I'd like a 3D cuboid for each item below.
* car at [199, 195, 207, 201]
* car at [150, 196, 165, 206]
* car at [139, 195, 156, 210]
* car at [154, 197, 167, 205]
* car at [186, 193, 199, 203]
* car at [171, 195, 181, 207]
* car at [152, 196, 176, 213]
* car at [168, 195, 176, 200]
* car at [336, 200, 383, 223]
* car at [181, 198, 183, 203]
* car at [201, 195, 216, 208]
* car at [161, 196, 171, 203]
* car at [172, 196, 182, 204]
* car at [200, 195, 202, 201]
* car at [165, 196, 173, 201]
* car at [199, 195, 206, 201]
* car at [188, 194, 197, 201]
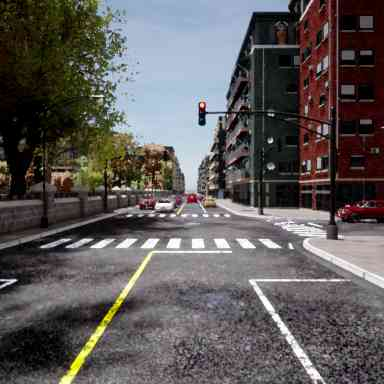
[{"bbox_3d":[2.733,1.586,82.679,1.887,1.381,4.507,0,0,0],"label":"car"},{"bbox_3d":[-5.663,1.457,55.007,1.967,1.590,4.097,0,0,0],"label":"car"},{"bbox_3d":[-5.669,1.324,43.937,2.192,1.841,5.009,0,0,0],"label":"car"},{"bbox_3d":[-5.660,1.566,60.542,1.887,1.381,4.507,0,0,0],"label":"car"},{"bbox_3d":[0.039,1.250,69.281,2.150,2.045,5.566,0,0,0],"label":"car"},{"bbox_3d":[-3.067,1.559,47.660,2.033,1.411,5.357,0,0,0],"label":"car"},{"bbox_3d":[-3.035,1.531,37.168,1.812,1.442,4.674,0,0,-1],"label":"car"},{"bbox_3d":[-5.642,1.579,93.583,1.752,1.417,4.829,0,0,0],"label":"car"},{"bbox_3d":[14.631,1.591,27.353,5.009,1.841,2.192,1,-1,0],"label":"car"},{"bbox_3d":[-3.037,1.496,57.565,1.882,1.535,5.008,0,0,1],"label":"car"},{"bbox_3d":[2.715,1.538,49.638,1.752,1.417,4.829,0,0,0],"label":"car"},{"bbox_3d":[-5.654,1.612,71.612,1.802,1.307,4.206,0,0,0],"label":"car"},{"bbox_3d":[-2.962,1.553,67.690,1.812,1.442,4.674,0,0,0],"label":"car"},{"bbox_3d":[2.718,1.561,55.003,1.887,1.381,4.507,0,0,0],"label":"car"},{"bbox_3d":[-5.647,1.623,82.683,1.802,1.307,4.206,0,0,0],"label":"car"},{"bbox_3d":[2.736,1.592,88.214,1.887,1.381,4.507,0,0,0],"label":"car"},{"bbox_3d":[0.044,1.305,79.641,2.097,1.767,4.553,0,0,0],"label":"car"}]
